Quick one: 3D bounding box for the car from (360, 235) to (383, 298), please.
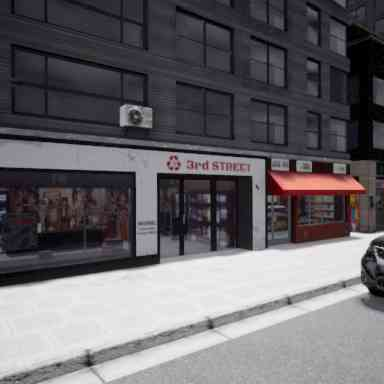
[{"bbox_3d":[6.044,1.217,7.405,5.566,2.045,2.150,0,0,-36],"label":"car"}]
